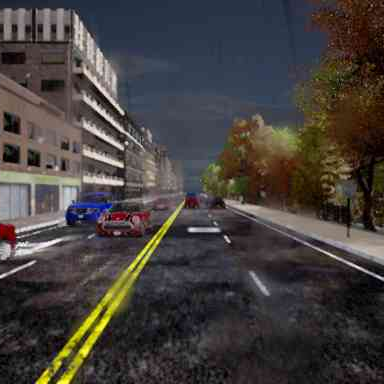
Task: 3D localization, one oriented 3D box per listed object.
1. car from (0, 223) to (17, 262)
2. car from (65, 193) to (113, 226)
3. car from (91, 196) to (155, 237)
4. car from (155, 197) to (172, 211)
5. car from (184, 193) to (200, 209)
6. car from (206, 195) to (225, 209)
[{"bbox_3d":[-6.801,1.386,8.898,1.882,1.535,5.008,0,0,3],"label":"car"},{"bbox_3d":[-6.593,1.090,22.471,2.150,2.045,5.566,0,0,0],"label":"car"},{"bbox_3d":[-3.348,1.253,17.107,2.097,1.767,4.553,0,0,0],"label":"car"},{"bbox_3d":[-3.337,1.366,38.008,1.812,1.442,4.674,0,0,0],"label":"car"},{"bbox_3d":[-0.008,1.322,43.083,1.882,1.535,5.008,0,0,0],"label":"car"},{"bbox_3d":[3.241,1.367,43.084,1.837,1.490,4.892,0,0,0],"label":"car"}]
